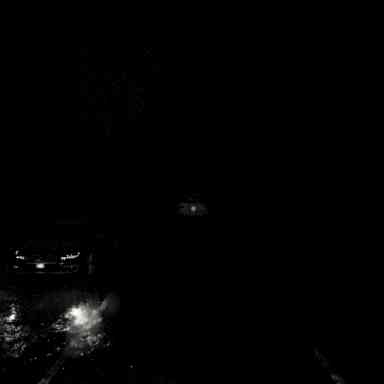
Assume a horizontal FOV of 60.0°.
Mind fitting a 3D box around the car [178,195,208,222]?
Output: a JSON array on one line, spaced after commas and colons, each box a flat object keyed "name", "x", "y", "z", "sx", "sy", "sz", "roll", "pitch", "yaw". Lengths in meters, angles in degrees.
[{"name": "car", "x": 0.107, "y": 1.204, "z": 25.989, "sx": 2.150, "sy": 2.045, "sz": 5.566, "roll": 0, "pitch": 0, "yaw": 0}]

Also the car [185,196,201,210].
[{"name": "car", "x": 0.114, "y": 1.387, "z": 43.353, "sx": 1.882, "sy": 1.535, "sz": 5.008, "roll": 0, "pitch": 0, "yaw": 0}]

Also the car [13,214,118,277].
[{"name": "car", "x": -3.596, "y": 1.501, "z": 10.320, "sx": 1.837, "sy": 1.490, "sz": 4.892, "roll": 0, "pitch": 0, "yaw": 0}]
